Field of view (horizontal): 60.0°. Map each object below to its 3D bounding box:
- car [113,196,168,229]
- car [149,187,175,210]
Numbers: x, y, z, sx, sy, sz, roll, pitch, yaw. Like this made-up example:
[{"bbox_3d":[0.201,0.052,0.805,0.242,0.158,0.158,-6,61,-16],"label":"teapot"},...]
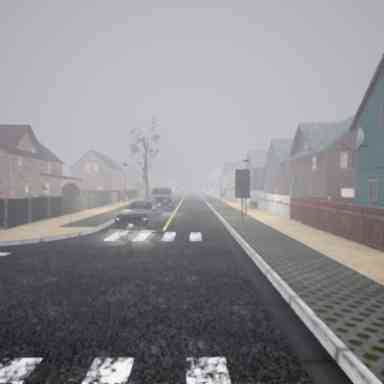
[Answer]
[{"bbox_3d":[-2.828,1.160,18.716,2.033,1.411,5.357,0,1,3],"label":"car"},{"bbox_3d":[-2.814,0.577,31.597,2.150,2.045,5.566,0,2,0],"label":"car"}]
